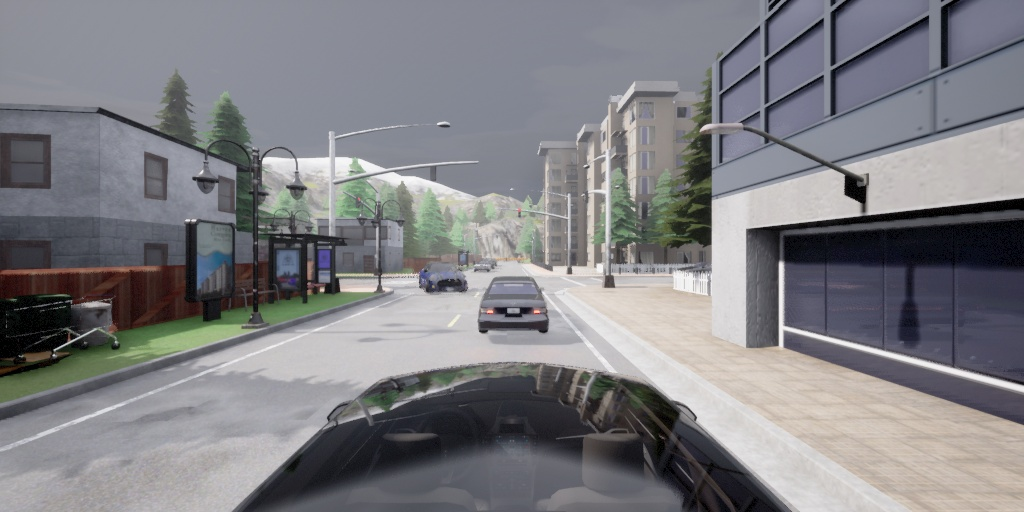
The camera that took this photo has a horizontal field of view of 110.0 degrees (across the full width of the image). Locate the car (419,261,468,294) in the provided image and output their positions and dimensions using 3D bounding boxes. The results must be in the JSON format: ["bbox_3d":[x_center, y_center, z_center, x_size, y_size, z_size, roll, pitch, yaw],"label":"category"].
[{"bbox_3d":[-3.941,1.100,20.260,2.097,1.767,4.553,-1,0,-21],"label":"car"}]

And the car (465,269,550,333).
[{"bbox_3d":[0.041,1.297,10.701,2.033,1.411,5.357,0,0,0],"label":"car"}]

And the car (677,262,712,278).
[{"bbox_3d":[16.601,1.257,30.700,4.902,1.511,2.128,0,0,-2],"label":"car"}]

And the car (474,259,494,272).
[{"bbox_3d":[-3.731,1.351,45.410,1.895,1.301,4.718,0,0,0],"label":"car"}]

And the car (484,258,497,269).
[{"bbox_3d":[-3.753,1.102,55.264,2.097,1.767,4.553,0,0,0],"label":"car"}]
